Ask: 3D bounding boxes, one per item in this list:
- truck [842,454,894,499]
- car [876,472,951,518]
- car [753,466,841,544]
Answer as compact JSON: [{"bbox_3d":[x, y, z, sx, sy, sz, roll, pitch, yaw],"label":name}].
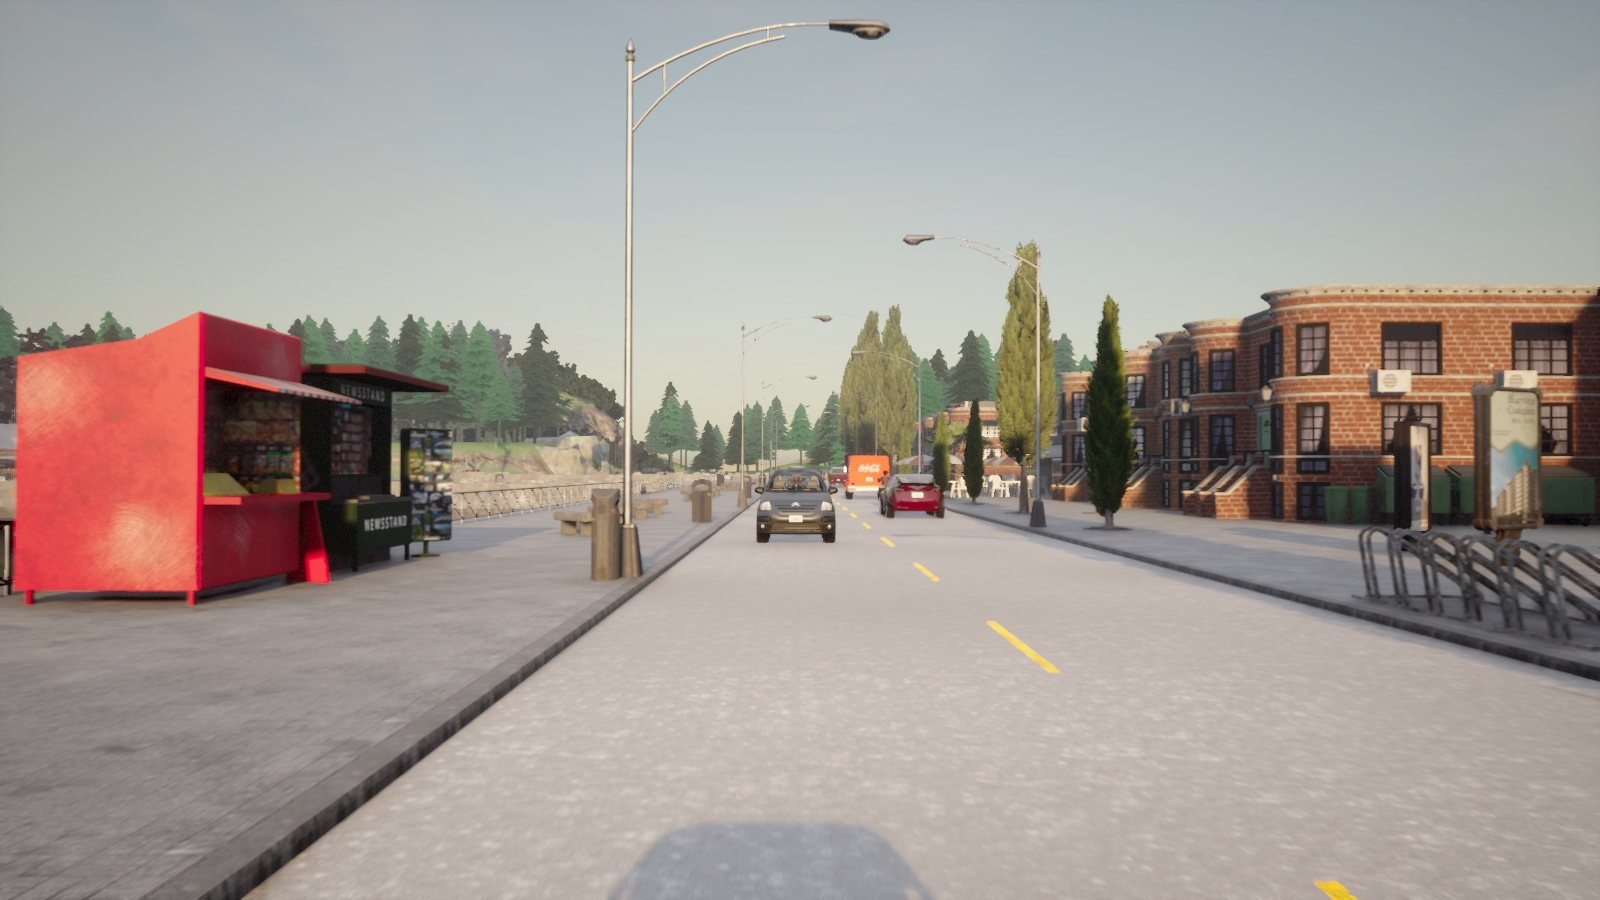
[{"bbox_3d":[3.812,1.511,71.598,2.627,2.467,5.204,0,-1,0],"label":"truck"},{"bbox_3d":[3.885,1.533,43.873,2.163,1.488,4.792,0,-1,0],"label":"car"},{"bbox_3d":[-0.074,1.188,28.364,1.851,1.617,3.988,0,-1,0],"label":"car"}]
